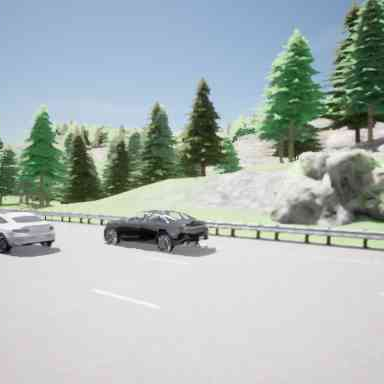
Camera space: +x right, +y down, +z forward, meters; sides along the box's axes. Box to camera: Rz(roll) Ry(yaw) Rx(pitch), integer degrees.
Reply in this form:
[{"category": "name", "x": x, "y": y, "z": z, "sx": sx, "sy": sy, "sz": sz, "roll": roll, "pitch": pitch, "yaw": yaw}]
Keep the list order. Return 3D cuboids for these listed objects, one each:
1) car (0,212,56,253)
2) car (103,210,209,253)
[{"category": "car", "x": -7.443, "y": 1.527, "z": 13.598, "sx": 4.674, "sy": 1.442, "sz": 1.812, "roll": 0, "pitch": 0, "yaw": 35}, {"category": "car", "x": -1.622, "y": 1.492, "z": 13.746, "sx": 4.902, "sy": 1.511, "sz": 2.128, "roll": 0, "pitch": 0, "yaw": 35}]
